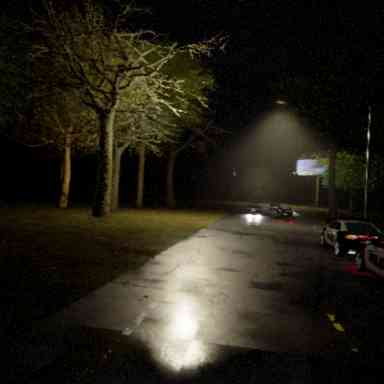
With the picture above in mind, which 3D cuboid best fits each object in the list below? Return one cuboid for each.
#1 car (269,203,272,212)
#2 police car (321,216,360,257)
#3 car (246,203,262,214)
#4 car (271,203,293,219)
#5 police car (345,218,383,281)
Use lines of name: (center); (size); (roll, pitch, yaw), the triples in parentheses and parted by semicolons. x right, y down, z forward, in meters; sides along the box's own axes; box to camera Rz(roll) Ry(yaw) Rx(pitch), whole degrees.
car: (14.062, 2.587, 56.327); (2.033, 1.411, 5.357); (3, 0, 11)
police car: (7.310, 1.958, 15.333); (1.930, 1.638, 5.238); (3, 0, 11)
car: (8.639, 2.261, 46.554); (2.128, 1.511, 4.902); (3, 0, 11)
car: (10.911, 2.349, 39.517); (2.128, 1.511, 4.902); (3, 0, 11)
police car: (6.188, 1.843, 9.441); (1.930, 1.638, 5.238); (3, -1, 11)
